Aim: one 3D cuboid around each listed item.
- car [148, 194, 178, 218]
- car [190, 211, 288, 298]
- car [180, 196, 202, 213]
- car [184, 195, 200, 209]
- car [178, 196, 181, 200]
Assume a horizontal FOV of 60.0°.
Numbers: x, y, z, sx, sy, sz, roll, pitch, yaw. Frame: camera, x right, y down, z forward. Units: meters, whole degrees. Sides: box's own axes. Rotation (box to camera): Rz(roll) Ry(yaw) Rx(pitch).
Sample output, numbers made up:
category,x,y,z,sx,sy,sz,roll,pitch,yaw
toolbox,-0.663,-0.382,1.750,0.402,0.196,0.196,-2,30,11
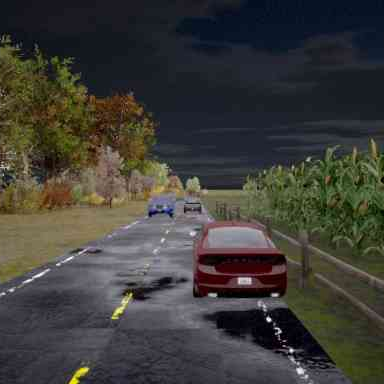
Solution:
category,x,y,z,sx,sy,sz,roll,pitch,yaw
car,-2.747,1.217,30.837,2.150,2.045,5.566,0,0,0
car,0.964,1.475,8.554,1.882,1.535,5.008,0,0,0
car,0.078,1.486,35.999,2.128,1.511,4.902,0,0,0
car,0.060,1.346,46.034,2.097,1.767,4.553,0,0,1
car,-2.742,1.562,82.234,1.994,1.385,4.181,0,0,0
